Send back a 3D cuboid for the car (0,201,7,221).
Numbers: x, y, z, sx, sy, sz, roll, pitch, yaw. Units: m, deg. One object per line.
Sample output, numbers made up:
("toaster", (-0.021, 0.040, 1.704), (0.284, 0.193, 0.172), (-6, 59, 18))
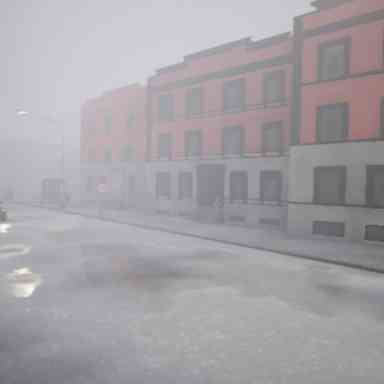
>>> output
("car", (-12.532, 0.934, 19.947), (1.812, 1.442, 4.674), (1, 1, -41))
